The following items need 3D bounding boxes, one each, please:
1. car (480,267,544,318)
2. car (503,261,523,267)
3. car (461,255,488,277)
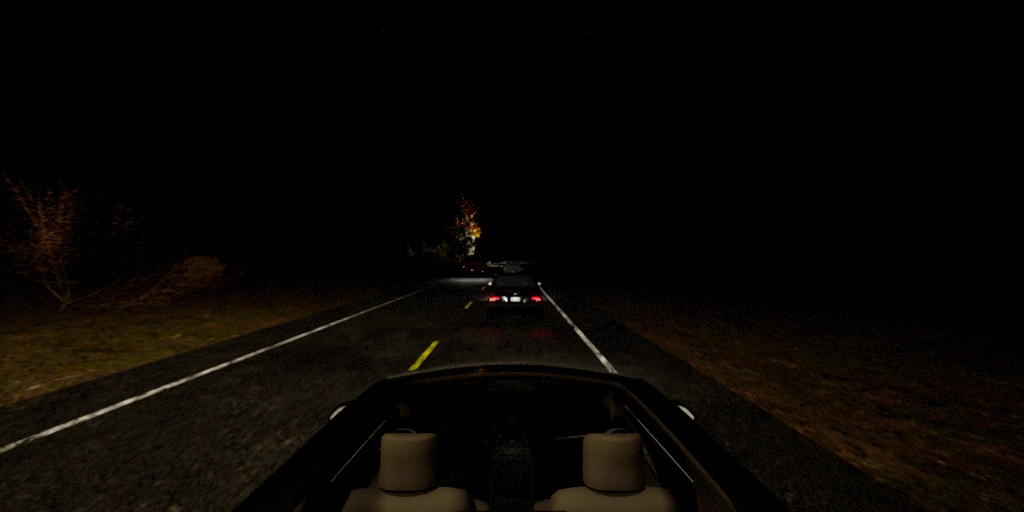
[{"bbox_3d":[0.099,1.284,12.837,2.033,1.411,5.357,0,0,0],"label":"car"},{"bbox_3d":[0.094,1.239,34.110,1.812,1.442,4.674,0,0,0],"label":"car"},{"bbox_3d":[-3.594,0.934,35.032,2.150,2.045,5.566,0,0,0],"label":"car"}]
